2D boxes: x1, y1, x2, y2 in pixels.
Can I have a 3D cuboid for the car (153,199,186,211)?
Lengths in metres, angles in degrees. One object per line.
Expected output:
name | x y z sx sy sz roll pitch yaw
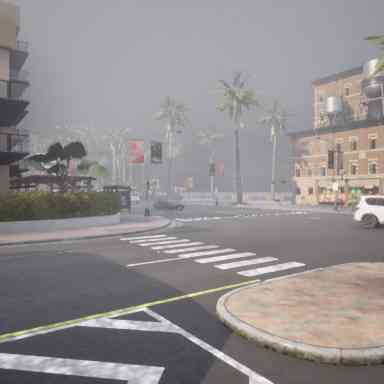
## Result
car | -2.943 1.547 41.293 2.033 1.411 5.357 0 0 -35

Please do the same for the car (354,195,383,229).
car | 12.437 1.221 19.354 2.150 2.045 5.566 0 0 -35

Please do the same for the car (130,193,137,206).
car | -11.111 1.353 52.929 2.097 1.767 4.553 0 0 -35

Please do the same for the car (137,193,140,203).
car | -12.685 1.221 67.362 2.150 2.045 5.566 0 0 -38
